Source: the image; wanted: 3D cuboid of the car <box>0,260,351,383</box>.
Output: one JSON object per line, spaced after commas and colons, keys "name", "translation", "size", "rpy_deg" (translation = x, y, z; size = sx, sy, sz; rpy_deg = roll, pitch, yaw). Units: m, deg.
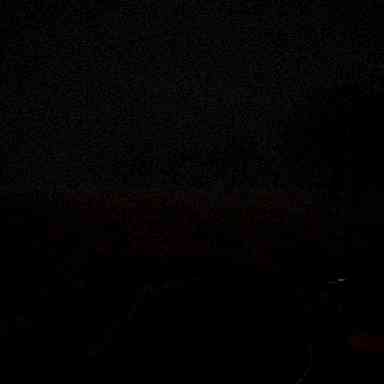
{"name": "car", "translation": [-0.390, 1.567, 3.714], "size": [5.357, 1.411, 2.033], "rpy_deg": [1, 0, -36]}
